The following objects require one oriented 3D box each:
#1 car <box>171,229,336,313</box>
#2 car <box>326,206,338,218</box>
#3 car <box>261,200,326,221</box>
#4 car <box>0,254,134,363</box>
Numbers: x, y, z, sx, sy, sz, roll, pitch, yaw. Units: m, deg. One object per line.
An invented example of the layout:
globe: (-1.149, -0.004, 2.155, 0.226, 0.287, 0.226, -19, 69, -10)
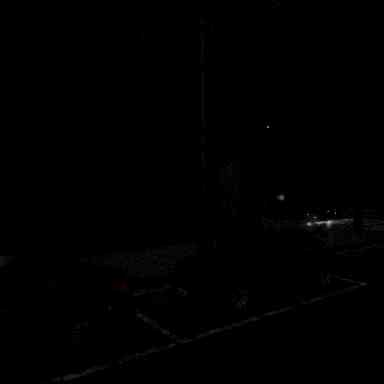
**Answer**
car: (1.583, 1.565, 7.663, 4.313, 1.339, 1.947, 0, 0, -35)
car: (10.291, 1.480, 29.145, 1.837, 1.490, 4.892, 0, 0, -36)
car: (7.709, 1.531, 27.168, 2.033, 1.411, 5.357, 0, 0, -36)
car: (-2.855, 1.582, 4.498, 4.206, 1.307, 1.802, 0, 0, -35)
